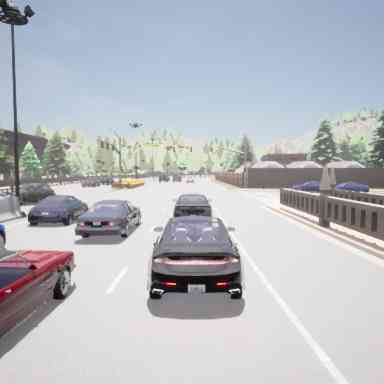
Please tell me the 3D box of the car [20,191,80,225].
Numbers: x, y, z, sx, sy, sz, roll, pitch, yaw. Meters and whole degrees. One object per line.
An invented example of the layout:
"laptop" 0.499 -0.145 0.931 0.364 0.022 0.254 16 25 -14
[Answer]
"car" -6.980 0.878 17.794 1.994 1.385 4.181 0 3 0

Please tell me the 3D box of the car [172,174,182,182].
"car" -3.940 -3.618 86.995 2.150 2.045 5.566 0 3 0

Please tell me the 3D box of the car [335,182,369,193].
"car" 18.037 -0.405 38.635 4.674 1.442 1.812 0 3 2

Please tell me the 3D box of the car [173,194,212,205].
"car" 0.024 0.814 17.455 1.882 1.535 5.008 0 3 -1

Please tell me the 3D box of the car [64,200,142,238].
"car" -3.466 1.049 14.616 2.033 1.411 5.357 0 3 0

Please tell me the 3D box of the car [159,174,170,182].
"car" -7.440 -3.617 86.976 2.150 2.045 5.566 0 3 0

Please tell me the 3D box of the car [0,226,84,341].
"car" -3.421 1.527 5.101 1.895 1.301 4.718 0 1 0

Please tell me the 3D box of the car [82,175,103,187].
"car" -17.858 -1.795 58.953 2.097 1.767 4.553 0 3 0

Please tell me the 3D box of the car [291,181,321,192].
"car" 15.000 -0.620 42.228 4.674 1.442 1.812 0 3 2

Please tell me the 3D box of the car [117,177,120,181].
"car" -17.898 -2.822 78.958 1.812 1.442 4.674 0 3 0

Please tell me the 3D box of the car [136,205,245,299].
"car" 0.067 1.327 8.034 2.128 1.511 4.902 0 2 0

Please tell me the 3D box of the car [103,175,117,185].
"car" -17.845 -2.515 68.848 2.150 2.045 5.566 0 3 0

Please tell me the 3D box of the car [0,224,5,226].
"car" -6.937 1.282 8.822 1.882 1.535 5.008 0 2 0

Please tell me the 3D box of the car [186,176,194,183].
"car" -0.420 -3.083 83.301 1.812 1.442 4.674 0 3 0

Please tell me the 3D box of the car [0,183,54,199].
"car" -13.331 0.126 26.890 2.097 1.767 4.553 2 4 22
